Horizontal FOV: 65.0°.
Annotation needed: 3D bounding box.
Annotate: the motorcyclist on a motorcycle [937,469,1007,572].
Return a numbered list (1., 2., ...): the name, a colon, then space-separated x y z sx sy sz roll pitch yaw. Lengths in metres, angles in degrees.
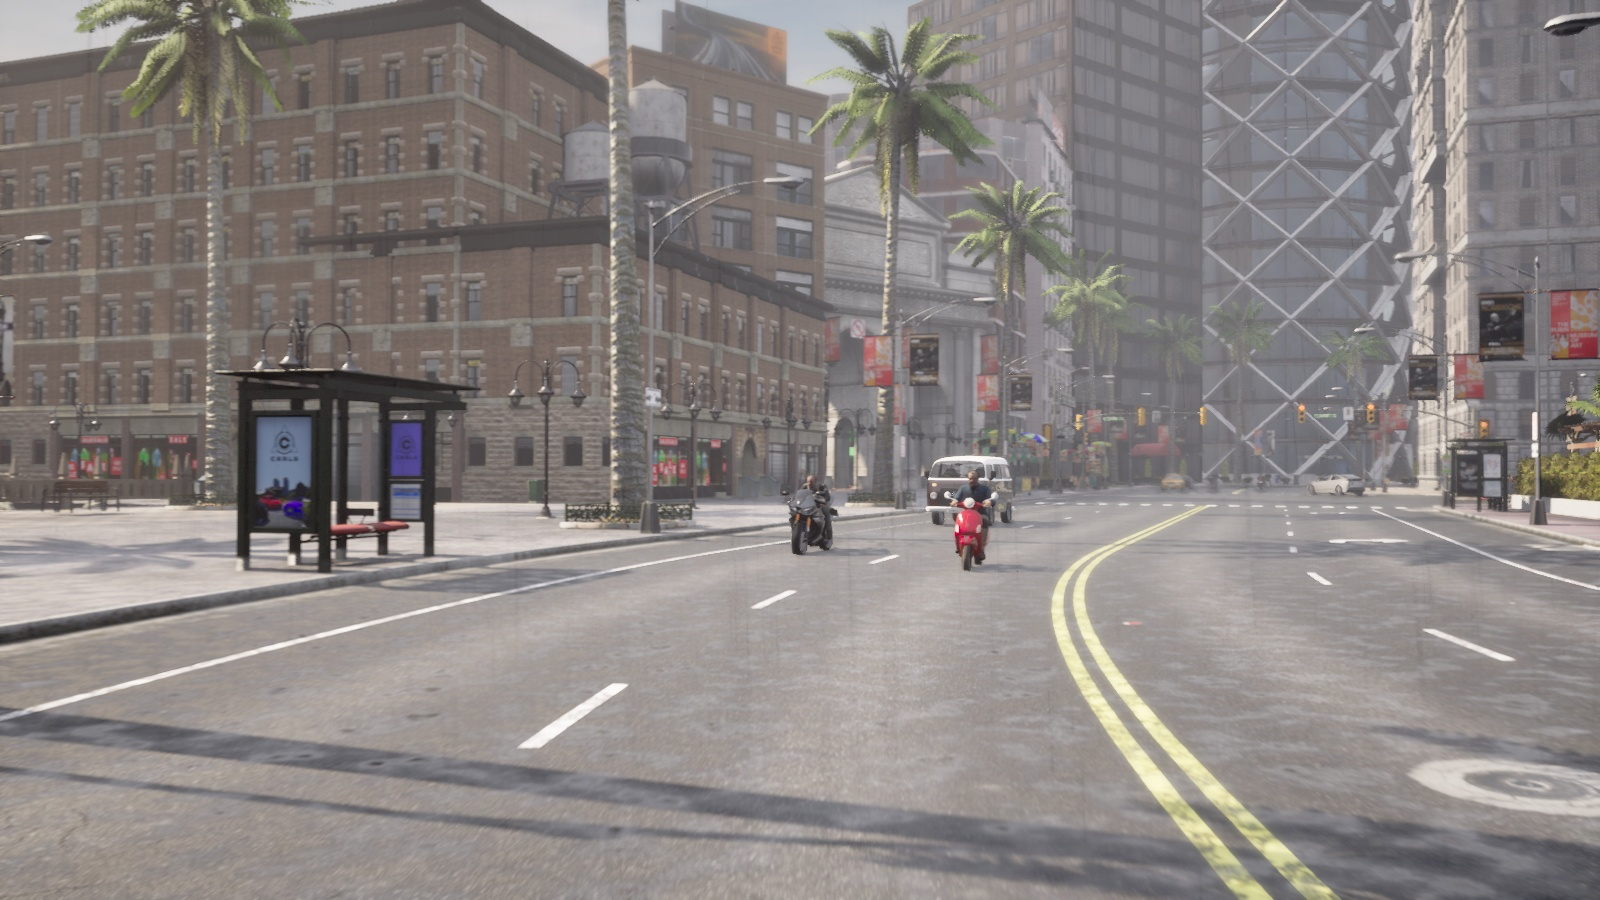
1. motorcyclist on a motorcycle: 2.801 1.098 20.291 0.866 1.590 1.817 0 -1 16

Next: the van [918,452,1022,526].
1. van: 5.111 1.146 37.137 2.069 2.038 4.480 -1 -1 21

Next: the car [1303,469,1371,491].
1. car: 37.752 2.111 88.376 2.007 1.525 4.514 0 -1 -15

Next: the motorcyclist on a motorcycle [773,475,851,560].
1. motorcyclist on a motorcycle: 0.254 1.251 24.033 0.866 1.530 2.191 0 -1 19
